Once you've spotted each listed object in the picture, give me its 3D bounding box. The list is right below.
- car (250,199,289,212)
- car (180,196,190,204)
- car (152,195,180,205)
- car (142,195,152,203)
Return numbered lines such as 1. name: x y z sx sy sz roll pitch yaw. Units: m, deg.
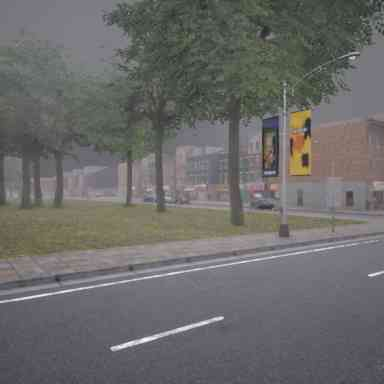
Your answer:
1. car: 8.861 1.512 38.100 2.128 1.511 4.902 1 0 -36
2. car: -2.296 1.380 58.695 2.128 1.511 4.902 1 0 -35
3. car: -4.511 1.393 56.906 1.812 1.442 4.674 1 0 -35
4. car: -8.301 1.331 67.009 1.882 1.535 5.008 1 0 -36
